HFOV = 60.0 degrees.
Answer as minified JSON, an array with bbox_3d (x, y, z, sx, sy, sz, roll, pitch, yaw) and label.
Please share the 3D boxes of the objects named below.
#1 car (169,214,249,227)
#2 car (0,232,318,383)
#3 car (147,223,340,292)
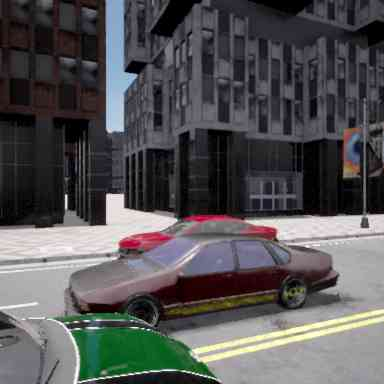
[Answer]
[{"bbox_3d":[0.295,1.471,10.088,5.008,1.535,1.882,0,0,-24],"label":"car"},{"bbox_3d":[-1.847,1.351,1.803,4.553,1.767,2.097,0,0,-24],"label":"car"},{"bbox_3d":[0.373,1.543,6.565,5.357,1.411,2.033,0,0,-24],"label":"car"}]
